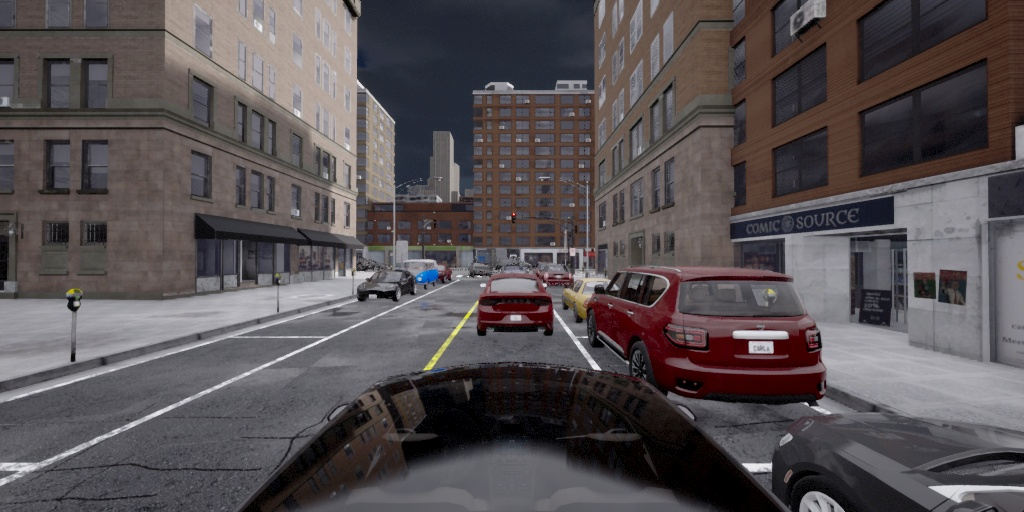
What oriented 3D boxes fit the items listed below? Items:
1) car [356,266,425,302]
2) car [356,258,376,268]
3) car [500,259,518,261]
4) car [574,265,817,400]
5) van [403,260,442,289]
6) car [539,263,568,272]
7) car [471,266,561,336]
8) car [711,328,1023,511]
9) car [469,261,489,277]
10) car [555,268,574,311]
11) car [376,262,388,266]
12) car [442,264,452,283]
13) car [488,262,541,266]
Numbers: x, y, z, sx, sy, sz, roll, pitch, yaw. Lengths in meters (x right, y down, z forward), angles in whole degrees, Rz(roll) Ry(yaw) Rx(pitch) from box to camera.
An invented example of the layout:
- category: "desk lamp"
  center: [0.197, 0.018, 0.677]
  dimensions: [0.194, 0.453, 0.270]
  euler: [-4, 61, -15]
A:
- category: "car"
  center: [-5.838, 1.331, 17.224]
  dimensions: [1.948, 1.339, 4.313]
  euler: [0, 0, 0]
- category: "car"
  center: [-19.043, 0.836, 41.124]
  dimensions: [5.566, 2.045, 2.150]
  euler: [0, -1, 0]
- category: "car"
  center: [0.330, 1.145, 44.229]
  dimensions: [4.553, 1.767, 2.097]
  euler: [0, -1, 0]
- category: "car"
  center: [2.675, 1.068, 6.246]
  dimensions: [2.192, 1.841, 5.009]
  euler: [0, 0, 0]
- category: "van"
  center: [-5.831, 1.114, 22.706]
  dimensions: [1.690, 1.789, 3.998]
  euler: [0, 0, 0]
- category: "car"
  center: [2.694, 1.213, 22.695]
  dimensions: [1.967, 1.591, 4.097]
  euler: [0, 0, 0]
- category: "car"
  center: [0.058, 1.235, 10.506]
  dimensions: [1.882, 1.535, 5.008]
  euler: [0, 0, -1]
- category: "car"
  center: [2.668, 1.300, 0.765]
  dimensions: [2.007, 1.370, 4.403]
  euler: [0, 0, 0]
- category: "car"
  center: [-2.993, 1.287, 33.959]
  dimensions: [1.837, 1.490, 4.892]
  euler: [3, 0, -11]
- category: "car"
  center: [2.681, 1.284, 11.899]
  dimensions: [1.751, 1.417, 4.829]
  euler: [0, 0, 0]
- category: "car"
  center: [-17.887, 1.164, 44.362]
  dimensions: [4.892, 1.490, 1.837]
  euler: [0, -1, 0]
- category: "car"
  center: [-5.825, 1.326, 28.188]
  dimensions: [1.888, 1.381, 4.507]
  euler: [0, 0, 0]
- category: "car"
  center: [0.118, 1.259, 18.061]
  dimensions: [2.128, 1.511, 4.902]
  euler: [0, 0, 0]
